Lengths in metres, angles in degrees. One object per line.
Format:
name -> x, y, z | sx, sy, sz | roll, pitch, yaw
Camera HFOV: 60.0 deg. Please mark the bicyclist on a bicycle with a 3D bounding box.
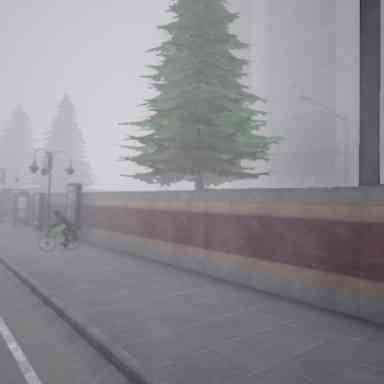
bicyclist on a bicycle -> -5.266, 1.555, 13.325 | 1.656, 1.620, 0.582 | 2, -2, -39
